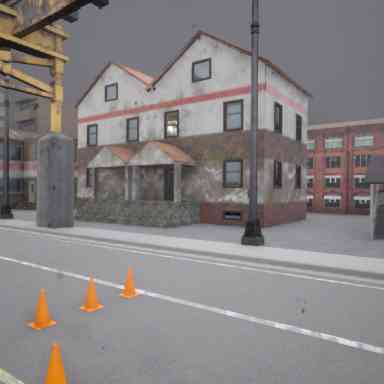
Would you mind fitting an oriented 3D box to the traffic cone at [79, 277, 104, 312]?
[{"bbox_3d":[-1.943,1.949,6.428,0.340,0.580,0.340,0,0,36],"label":"traffic cone"}]

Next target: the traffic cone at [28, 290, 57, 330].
[{"bbox_3d":[-2.528,1.949,5.617,0.340,0.580,0.340,0,0,36],"label":"traffic cone"}]

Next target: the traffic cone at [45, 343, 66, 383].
[{"bbox_3d":[-1.492,1.952,3.636,0.340,0.580,0.340,0,0,36],"label":"traffic cone"}]

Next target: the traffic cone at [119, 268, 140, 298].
[{"bbox_3d":[-1.358,1.949,7.239,0.340,0.580,0.340,0,0,36],"label":"traffic cone"}]
